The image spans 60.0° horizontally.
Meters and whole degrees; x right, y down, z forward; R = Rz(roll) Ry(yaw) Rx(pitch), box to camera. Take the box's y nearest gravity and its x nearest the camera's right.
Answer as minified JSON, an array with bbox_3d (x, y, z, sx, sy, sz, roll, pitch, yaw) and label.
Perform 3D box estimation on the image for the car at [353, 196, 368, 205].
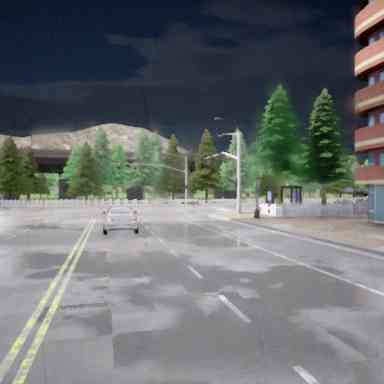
[{"bbox_3d":[28.586,1.433,54.148,4.674,1.442,1.812,0,0,-5],"label":"car"}]

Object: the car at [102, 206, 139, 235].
[{"bbox_3d":[-4.043,1.513,18.761,1.812,1.442,4.674,0,0,-14],"label":"car"}]
